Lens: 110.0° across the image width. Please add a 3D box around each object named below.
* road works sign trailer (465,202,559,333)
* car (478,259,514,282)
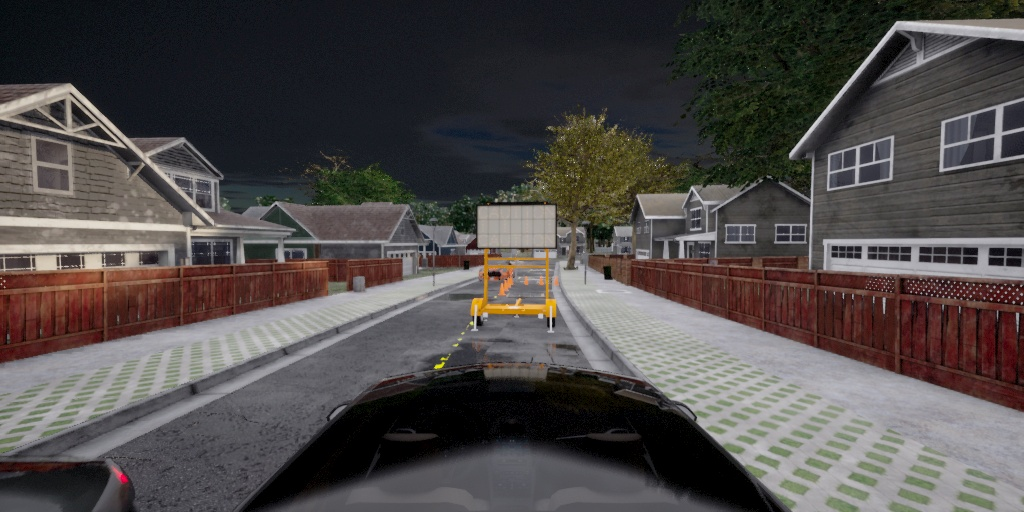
[{"bbox_3d":[0.144,0.191,10.777,2.380,3.560,2.880,0,0,5],"label":"road works sign trailer"},{"bbox_3d":[-1.106,0.956,26.569,2.097,1.767,4.553,0,1,7],"label":"car"}]
